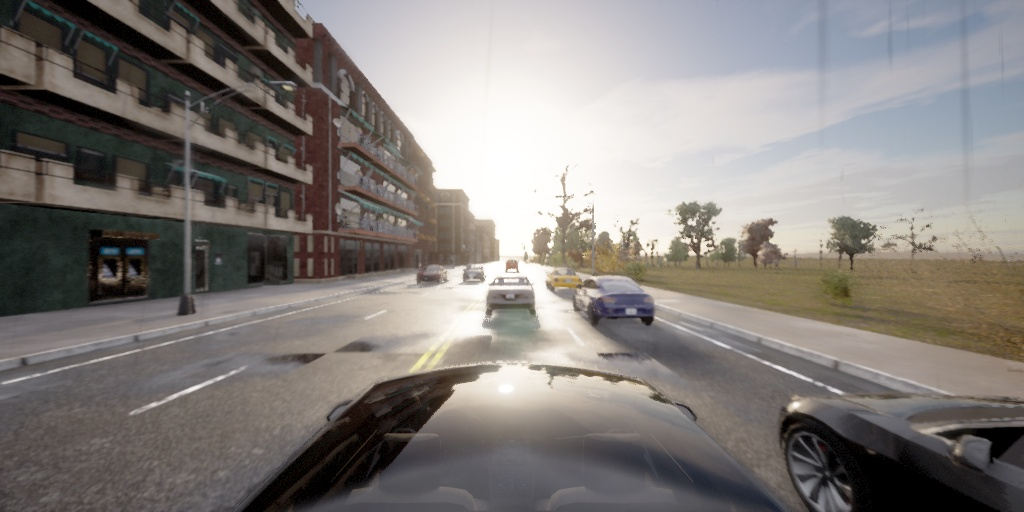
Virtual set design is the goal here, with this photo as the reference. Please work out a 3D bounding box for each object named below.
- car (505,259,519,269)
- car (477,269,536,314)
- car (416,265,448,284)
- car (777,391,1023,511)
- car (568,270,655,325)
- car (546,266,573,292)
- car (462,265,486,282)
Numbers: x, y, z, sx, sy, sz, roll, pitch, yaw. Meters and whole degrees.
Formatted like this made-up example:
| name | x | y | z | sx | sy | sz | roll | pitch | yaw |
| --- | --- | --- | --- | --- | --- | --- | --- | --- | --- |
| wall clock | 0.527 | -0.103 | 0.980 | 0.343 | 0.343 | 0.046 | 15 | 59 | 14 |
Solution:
| name | x | y | z | sx | sy | sz | roll | pitch | yaw |
| --- | --- | --- | --- | --- | --- | --- | --- | --- | --- |
| car | 0.012 | 1.513 | 58.640 | 2.150 | 2.045 | 5.566 | 0 | 0 | 0 |
| car | -0.041 | 1.415 | 14.386 | 2.033 | 1.411 | 5.357 | 0 | -1 | 0 |
| car | -6.602 | 1.493 | 30.007 | 1.882 | 1.535 | 5.008 | 0 | -1 | 0 |
| car | 3.249 | 1.248 | 1.110 | 2.163 | 1.488 | 4.792 | 0 | -1 | 0 |
| car | 3.246 | 1.371 | 12.080 | 1.812 | 1.442 | 4.674 | 0 | -1 | 0 |
| car | 3.244 | 1.407 | 23.270 | 1.801 | 1.575 | 5.366 | 0 | -1 | 0 |
| car | -3.349 | 1.530 | 32.445 | 2.128 | 1.511 | 4.902 | 0 | -1 | 0 |
